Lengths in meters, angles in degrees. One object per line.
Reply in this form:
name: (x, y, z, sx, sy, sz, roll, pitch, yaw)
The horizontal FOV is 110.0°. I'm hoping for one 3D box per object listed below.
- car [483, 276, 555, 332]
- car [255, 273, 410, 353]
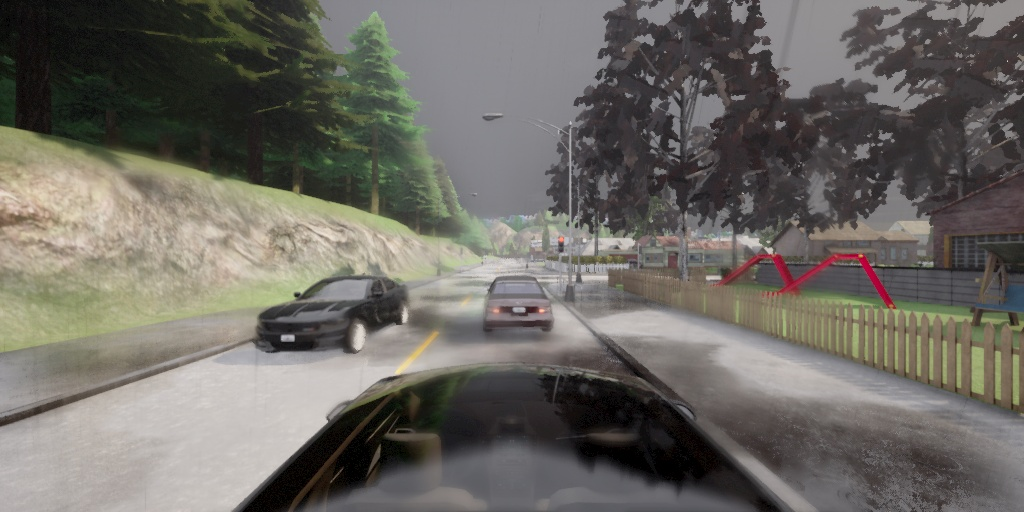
car: (0.100, 1.297, 10.834, 2.033, 1.411, 5.357, 0, 0, -2)
car: (-4.061, 1.227, 9.010, 1.882, 1.535, 5.008, 0, 0, 0)
